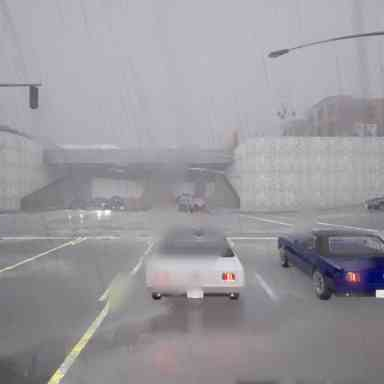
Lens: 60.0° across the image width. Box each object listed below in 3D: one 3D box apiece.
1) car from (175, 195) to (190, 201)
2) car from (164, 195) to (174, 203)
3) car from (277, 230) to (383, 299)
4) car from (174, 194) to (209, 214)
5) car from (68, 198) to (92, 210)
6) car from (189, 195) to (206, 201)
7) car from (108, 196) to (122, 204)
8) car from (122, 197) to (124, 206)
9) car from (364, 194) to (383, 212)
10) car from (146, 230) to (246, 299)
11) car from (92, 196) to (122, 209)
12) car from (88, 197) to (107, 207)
[{"bbox_3d":[-2.423,1.478,85.456,1.882,1.535,5.008,0,0,24],"label":"car"},{"bbox_3d":[-4.692,1.352,69.244,2.097,1.767,4.553,0,0,-1],"label":"car"},{"bbox_3d":[3.578,1.601,8.391,1.895,1.301,4.718,0,0,0],"label":"car"},{"bbox_3d":[0.061,1.352,34.967,2.097,1.767,4.553,0,0,-22],"label":"car"},{"bbox_3d":[-14.783,1.526,44.111,1.812,1.442,4.674,0,0,-2],"label":"car"},{"bbox_3d":[1.425,1.536,85.540,2.033,1.411,5.357,0,0,28],"label":"car"},{"bbox_3d":[-15.257,1.525,66.290,1.812,1.442,4.674,0,0,-1],"label":"car"},{"bbox_3d":[-11.530,1.547,54.185,2.033,1.411,5.357,0,0,-1],"label":"car"},{"bbox_3d":[17.307,0.717,28.503,4.902,1.511,2.128,-8,0,0],"label":"car"},{"bbox_3d":[0.078,1.601,8.380,1.895,1.301,4.718,0,0,0],"label":"car"},{"bbox_3d":[-11.293,1.491,44.548,2.128,1.511,4.902,0,0,-1],"label":"car"},{"bbox_3d":[-15.004,1.526,53.159,1.812,1.442,4.674,0,0,-1],"label":"car"}]
